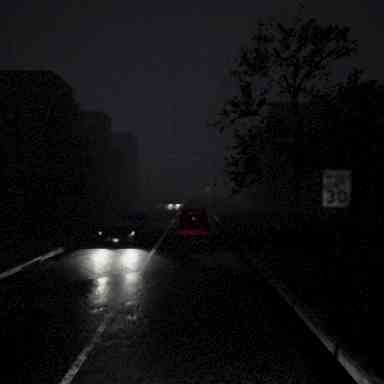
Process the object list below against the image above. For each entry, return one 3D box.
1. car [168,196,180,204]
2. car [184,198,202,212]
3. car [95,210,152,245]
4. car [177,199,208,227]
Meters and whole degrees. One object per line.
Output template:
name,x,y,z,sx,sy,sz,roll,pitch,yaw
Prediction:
car,-3.049,1.312,57.431,1.994,1.385,4.181,0,2,0
car,0.106,1.587,41.763,2.128,1.511,4.902,0,0,0
car,-3.097,1.588,16.169,2.033,1.411,5.357,0,0,0
car,0.103,1.537,23.590,1.882,1.535,5.008,0,0,0
